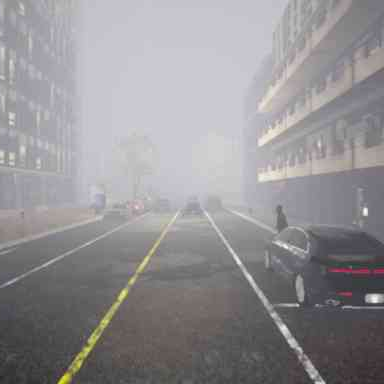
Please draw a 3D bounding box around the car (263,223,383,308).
[{"bbox_3d":[2.999,1.497,7.880,1.837,1.490,4.892,0,0,0],"label":"car"}]

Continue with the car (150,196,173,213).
[{"bbox_3d":[-3.099,1.441,36.620,1.882,1.535,5.008,0,0,0],"label":"car"}]

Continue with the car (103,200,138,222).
[{"bbox_3d":[-5.695,1.555,26.020,1.802,1.307,4.206,0,0,0],"label":"car"}]

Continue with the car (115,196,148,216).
[{"bbox_3d":[-5.696,1.408,31.570,1.967,1.590,4.097,0,0,0],"label":"car"}]

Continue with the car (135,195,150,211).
[{"bbox_3d":[-5.696,1.278,37.121,2.192,1.841,5.009,0,0,0],"label":"car"}]

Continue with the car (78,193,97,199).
[{"bbox_3d":[-27.486,0.998,87.528,4.313,1.339,1.947,1,-1,-1],"label":"car"}]

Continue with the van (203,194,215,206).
[{"bbox_3d":[2.682,1.292,53.777,1.690,1.788,3.998,0,0,0],"label":"van"}]

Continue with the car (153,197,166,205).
[{"bbox_3d":[-5.698,1.513,59.325,1.947,1.339,4.313,0,0,0],"label":"car"}]

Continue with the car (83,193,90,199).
[{"bbox_3d":[-27.378,0.778,79.153,5.009,1.841,2.192,1,-1,-1],"label":"car"}]

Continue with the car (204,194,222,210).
[{"bbox_3d":[2.683,1.274,42.674,2.192,1.841,5.009,0,0,0],"label":"car"}]

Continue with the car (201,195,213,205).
[{"bbox_3d":[2.682,1.388,59.327,1.967,1.590,4.097,0,0,0],"label":"car"}]

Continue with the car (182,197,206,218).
[{"bbox_3d":[0.070,1.495,29.706,1.812,1.442,4.674,0,0,0],"label":"car"}]

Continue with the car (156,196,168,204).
[{"bbox_3d":[-5.699,1.510,64.572,1.947,1.339,4.313,0,0,0],"label":"car"}]

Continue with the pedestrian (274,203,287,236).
[{"bbox_3d":[2.889,1.282,10.822,0.375,1.860,0.375,0,0,-1],"label":"pedestrian"}]

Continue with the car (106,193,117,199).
[{"bbox_3d":[-22.041,1.059,87.679,4.829,1.417,1.752,1,-1,-1],"label":"car"}]
